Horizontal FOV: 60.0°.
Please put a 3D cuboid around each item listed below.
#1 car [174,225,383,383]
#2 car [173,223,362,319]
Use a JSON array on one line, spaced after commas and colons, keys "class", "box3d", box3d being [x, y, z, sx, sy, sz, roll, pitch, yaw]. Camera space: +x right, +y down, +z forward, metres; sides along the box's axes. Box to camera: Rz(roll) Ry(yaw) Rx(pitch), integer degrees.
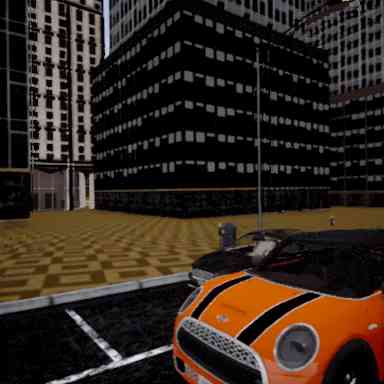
[{"class": "car", "box3d": [1.975, 1.380, 4.689, 4.553, 1.767, 2.097, 0, 0, -36]}, {"class": "car", "box3d": [1.949, 1.597, 8.000, 4.403, 1.369, 2.008, 0, -1, -36]}]
